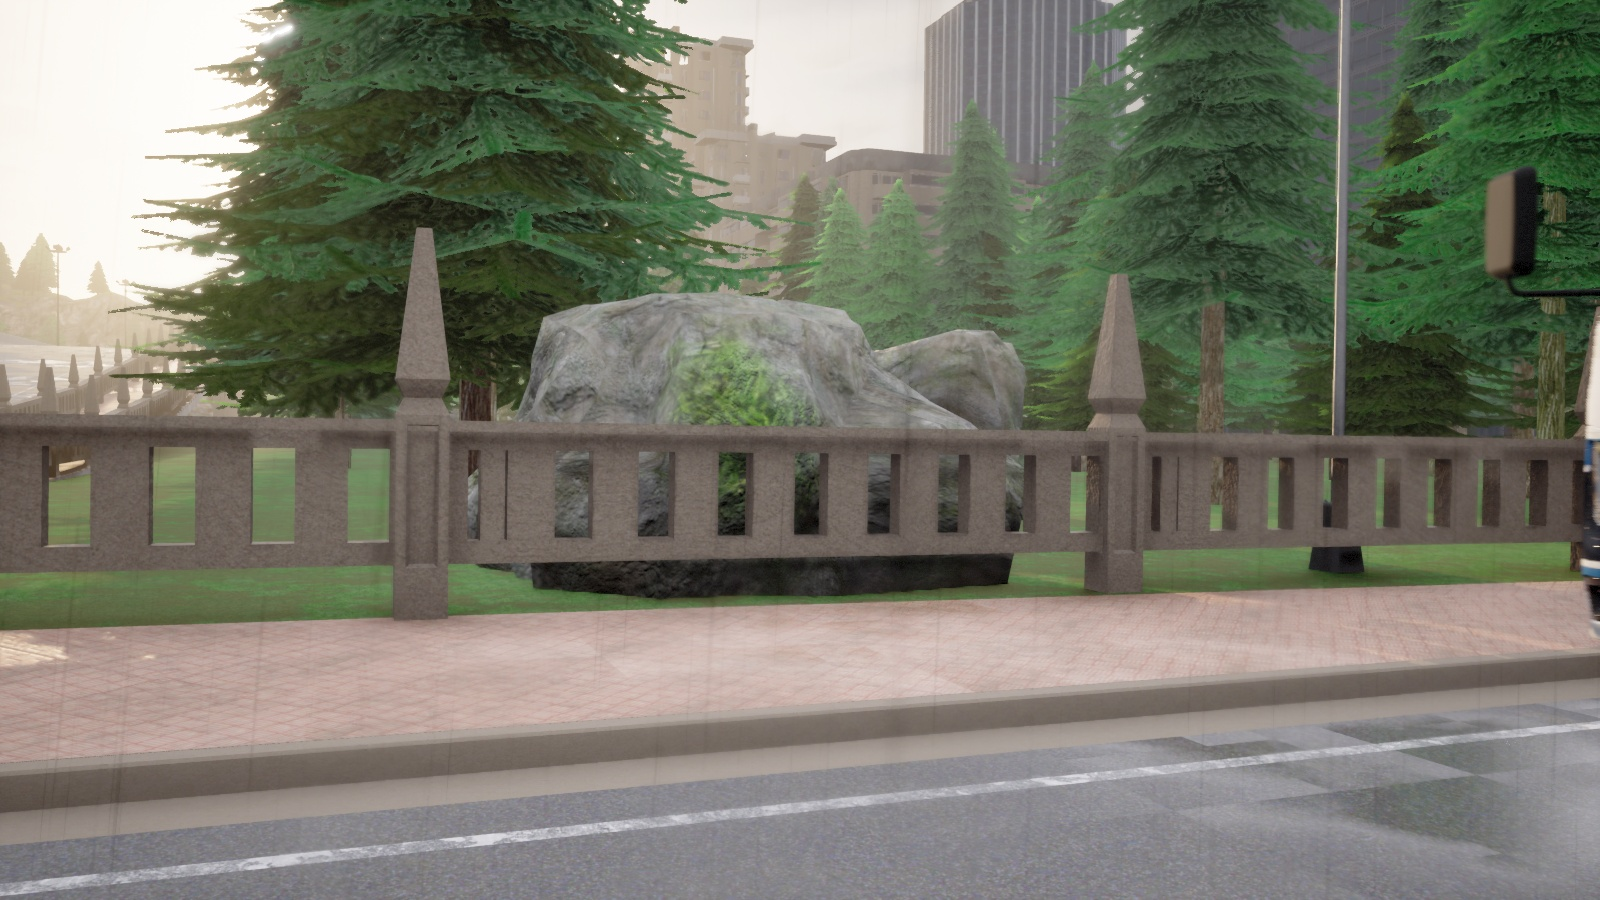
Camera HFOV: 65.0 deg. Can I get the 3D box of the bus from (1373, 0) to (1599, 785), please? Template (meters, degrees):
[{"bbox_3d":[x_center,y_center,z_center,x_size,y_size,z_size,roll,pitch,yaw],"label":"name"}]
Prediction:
[{"bbox_3d":[8.452,-0.775,6.430,10.273,4.253,3.944,-1,1,-21],"label":"bus"}]
